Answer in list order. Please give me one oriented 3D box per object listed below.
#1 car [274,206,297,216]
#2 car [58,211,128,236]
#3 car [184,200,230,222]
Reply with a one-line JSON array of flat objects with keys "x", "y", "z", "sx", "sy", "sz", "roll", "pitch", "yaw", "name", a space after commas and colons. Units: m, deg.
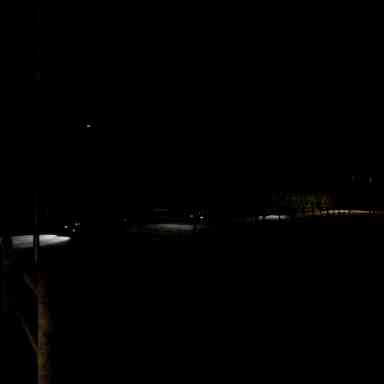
[{"x": 13.472, "y": 2.701, "z": 47.815, "sx": 1.895, "sy": 1.301, "sz": 4.718, "roll": 1, "pitch": -1, "yaw": 36, "name": "car"}, {"x": -5.970, "y": 1.850, "z": 20.412, "sx": 1.994, "sy": 1.385, "sz": 4.181, "roll": 1, "pitch": -1, "yaw": 36, "name": "car"}, {"x": 1.525, "y": 1.795, "z": 31.015, "sx": 2.150, "sy": 2.045, "sz": 5.566, "roll": 1, "pitch": -1, "yaw": 35, "name": "car"}]
